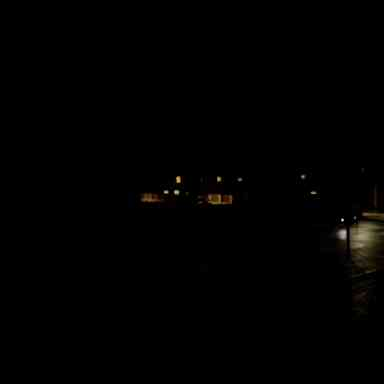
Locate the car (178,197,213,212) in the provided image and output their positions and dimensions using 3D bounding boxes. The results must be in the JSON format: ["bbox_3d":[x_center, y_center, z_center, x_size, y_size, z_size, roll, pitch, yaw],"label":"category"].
[{"bbox_3d":[0.377,1.276,33.592,2.097,1.767,4.553,-2,1,-33],"label":"car"}]

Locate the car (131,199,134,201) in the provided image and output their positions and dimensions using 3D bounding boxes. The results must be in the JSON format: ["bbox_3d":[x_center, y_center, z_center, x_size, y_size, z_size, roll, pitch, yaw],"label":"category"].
[{"bbox_3d":[-9.810,1.501,49.156,1.895,1.301,4.718,-2,1,-33],"label":"car"}]

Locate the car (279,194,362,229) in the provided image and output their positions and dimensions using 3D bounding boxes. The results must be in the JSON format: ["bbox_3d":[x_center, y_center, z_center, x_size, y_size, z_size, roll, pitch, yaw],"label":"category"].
[{"bbox_3d":[8.090,1.155,21.892,2.150,2.045,5.566,-2,1,-33],"label":"car"}]
